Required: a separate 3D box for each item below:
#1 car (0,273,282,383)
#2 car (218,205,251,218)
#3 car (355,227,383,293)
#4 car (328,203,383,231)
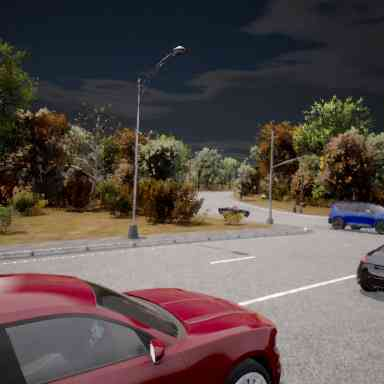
[{"bbox_3d":[-1.349,1.479,2.783,5.008,1.535,1.882,0,0,-36],"label":"car"},{"bbox_3d":[4.887,2.217,38.478,1.895,1.301,4.718,3,0,-22],"label":"car"},{"bbox_3d":[5.800,1.665,7.936,4.181,1.385,1.994,1,-1,-35],"label":"car"},{"bbox_3d":[12.241,1.814,23.259,2.150,2.045,5.566,3,-2,-28],"label":"car"}]
